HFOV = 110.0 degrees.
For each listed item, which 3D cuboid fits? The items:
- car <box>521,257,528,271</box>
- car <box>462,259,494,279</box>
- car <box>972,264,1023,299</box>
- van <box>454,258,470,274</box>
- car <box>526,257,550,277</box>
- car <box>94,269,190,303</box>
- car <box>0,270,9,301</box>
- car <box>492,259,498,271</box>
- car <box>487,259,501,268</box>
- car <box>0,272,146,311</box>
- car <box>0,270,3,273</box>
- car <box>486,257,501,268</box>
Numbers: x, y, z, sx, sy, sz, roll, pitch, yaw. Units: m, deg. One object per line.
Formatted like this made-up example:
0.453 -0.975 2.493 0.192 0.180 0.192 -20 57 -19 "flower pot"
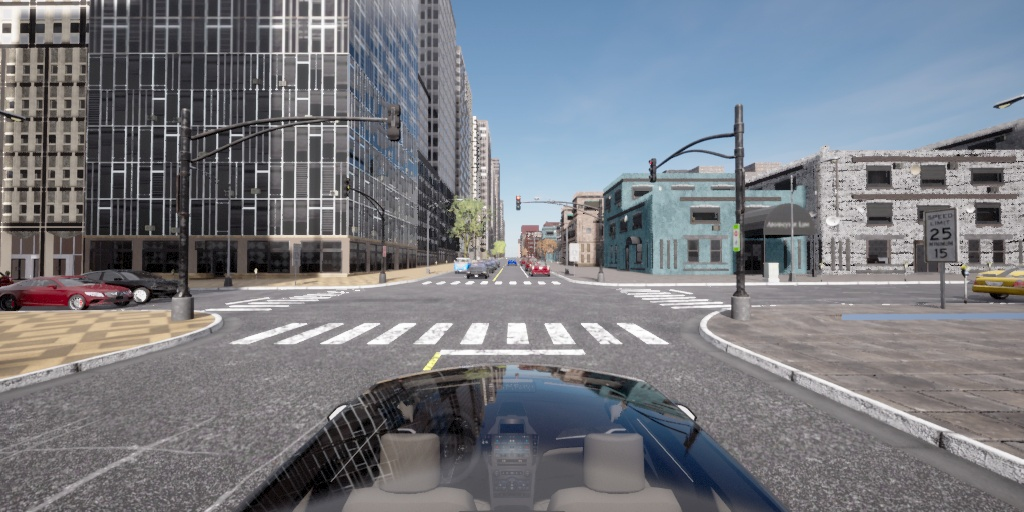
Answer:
2.709 1.070 47.191 2.192 1.841 5.009 0 0 0 "car"
-3.072 1.302 33.034 2.033 1.411 5.357 0 0 -1 "car"
20.694 0.995 13.631 4.829 1.417 1.751 0 0 1 "car"
-5.674 1.096 41.481 1.690 1.789 3.998 0 0 0 "van"
2.704 1.194 35.843 1.967 1.591 4.097 0 0 0 "car"
-17.887 1.359 16.623 5.008 1.535 1.882 -1 -1 0 "car"
-27.385 1.464 16.717 4.902 1.511 2.128 -1 -1 1 "car"
-3.083 1.319 42.337 1.994 1.385 4.181 0 0 0 "car"
-3.034 1.247 62.310 2.128 1.511 4.902 0 0 0 "car"
-17.414 1.412 14.011 4.207 1.307 1.802 0 0 1 "car"
-23.097 1.325 14.068 4.097 1.591 1.967 0 0 1 "car"
-3.076 1.303 52.181 2.033 1.411 5.357 0 0 0 "car"
